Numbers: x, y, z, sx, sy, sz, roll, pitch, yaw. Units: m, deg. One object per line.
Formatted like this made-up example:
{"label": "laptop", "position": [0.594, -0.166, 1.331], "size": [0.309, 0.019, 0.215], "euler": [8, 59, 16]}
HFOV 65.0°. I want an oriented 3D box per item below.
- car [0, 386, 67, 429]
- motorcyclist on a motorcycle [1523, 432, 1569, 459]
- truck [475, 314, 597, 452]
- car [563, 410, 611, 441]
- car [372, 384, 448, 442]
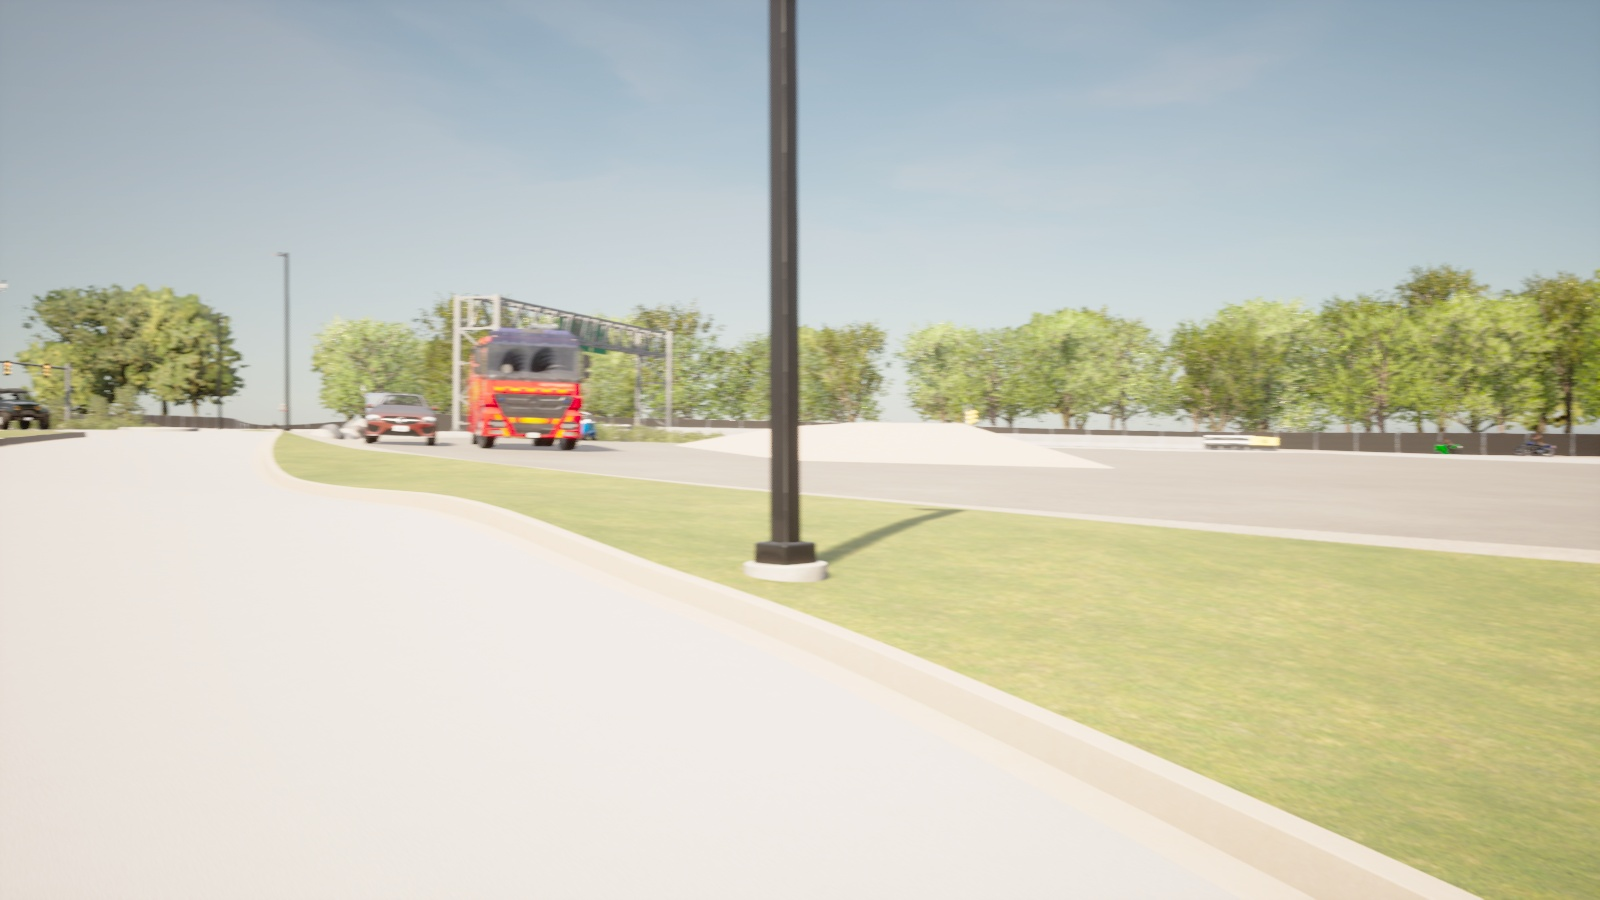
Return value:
{"label": "car", "position": [-34.770, -1.894, 56.474], "size": [3.866, 1.878, 1.905], "euler": [1, 2, 40]}
{"label": "motorcyclist on a motorcycle", "position": [47.555, -0.281, 80.078], "size": [2.350, 1.649, 0.766], "euler": [2, 3, 45]}
{"label": "truck", "position": [-8.545, -1.990, 39.759], "size": [2.891, 3.827, 8.468], "euler": [1, 1, -17]}
{"label": "car", "position": [-10.080, -1.146, 59.540], "size": [1.481, 1.376, 2.207], "euler": [2, 0, 14]}
{"label": "car", "position": [-12.521, -1.185, 40.487], "size": [2.152, 1.651, 5.027], "euler": [2, 1, -16]}
